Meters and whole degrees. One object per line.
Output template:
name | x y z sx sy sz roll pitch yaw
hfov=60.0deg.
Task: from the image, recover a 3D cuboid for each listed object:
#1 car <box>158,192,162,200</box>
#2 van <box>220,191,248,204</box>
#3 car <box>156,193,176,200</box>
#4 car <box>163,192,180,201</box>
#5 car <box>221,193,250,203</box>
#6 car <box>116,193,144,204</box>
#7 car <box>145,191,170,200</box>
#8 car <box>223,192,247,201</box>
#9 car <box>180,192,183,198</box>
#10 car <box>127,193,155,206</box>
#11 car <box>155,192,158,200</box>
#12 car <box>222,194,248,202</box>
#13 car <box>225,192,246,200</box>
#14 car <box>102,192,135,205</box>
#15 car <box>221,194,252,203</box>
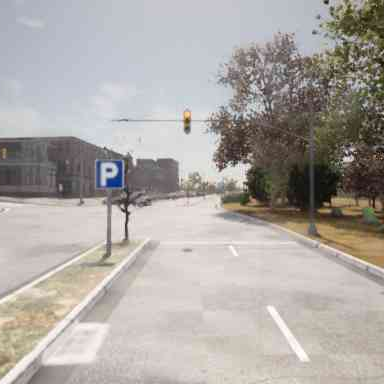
car | -9.413 1.219 70.029 4.674 1.452 2.002 -1 0 -13
van | 7.168 0.932 54.703 4.442 1.987 1.878 1 0 -14
car | -6.796 1.142 87.961 5.008 1.535 2.097 -1 0 -11
car | -4.378 1.023 71.777 1.882 1.535 5.008 0 0 7
car | 7.546 1.025 57.674 4.553 1.767 2.185 1 0 -14
car | -10.827 1.078 58.018 4.553 1.767 2.185 -1 0 -14
car | -8.165 0.909 79.019 5.566 2.045 2.435 -1 0 -12
car | 9.308 0.987 72.377 4.553 1.767 2.185 0 0 -12
car | -5.766 1.003 93.920 4.553 1.767 2.185 -1 0 -10
car | -7.029 1.218 46.665 2.128 1.511 4.902 0 0 5
car | -9.779 1.225 67.027 4.674 1.452 2.002 -1 0 -13
car | 8.580 1.168 66.509 4.674 1.452 2.002 1 0 -13
car | 10.197 0.971 78.248 4.553 1.767 2.185 0 1 -11
car | -11.554 1.251 52.073 4.792 1.488 2.163 -1 0 -15
car | 8.076 1.142 60.669 5.366 1.575 1.946 1 0 -13
